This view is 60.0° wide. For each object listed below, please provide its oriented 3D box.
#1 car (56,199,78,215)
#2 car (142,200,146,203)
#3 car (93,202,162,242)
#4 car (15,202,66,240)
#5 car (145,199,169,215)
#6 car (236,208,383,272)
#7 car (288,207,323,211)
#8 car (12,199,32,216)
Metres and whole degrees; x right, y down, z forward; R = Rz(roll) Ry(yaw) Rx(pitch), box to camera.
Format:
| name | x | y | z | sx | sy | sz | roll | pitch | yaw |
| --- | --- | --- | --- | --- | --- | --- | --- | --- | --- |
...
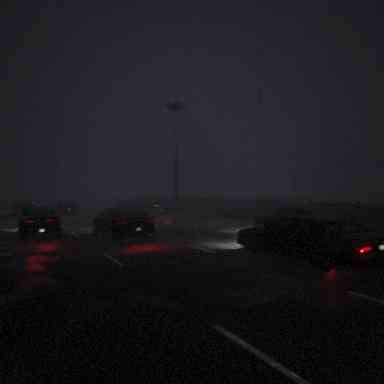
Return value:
| name | x | y | z | sx | sy | sz | roll | pitch | yaw |
| --- | --- | --- | --- | --- | --- | --- | --- | --- | --- |
| car | -12.478 | 1.451 | 32.693 | 1.882 | 1.535 | 5.008 | -1 | 0 | -29 |
| car | -5.690 | 1.495 | 27.619 | 1.994 | 1.385 | 4.181 | -1 | 0 | -29 |
| car | -3.480 | 1.437 | 16.346 | 1.882 | 1.535 | 5.008 | -1 | 0 | -29 |
| car | -8.023 | 1.502 | 17.343 | 1.837 | 1.490 | 4.892 | -1 | 0 | -29 |
| car | -3.824 | 1.389 | 31.491 | 2.128 | 1.511 | 4.902 | -1 | 0 | -29 |
| car | 3.643 | 1.464 | 10.665 | 2.033 | 1.411 | 5.357 | -1 | 0 | -29 |
| car | 4.908 | 1.410 | 15.625 | 1.812 | 1.442 | 4.674 | -1 | 0 | -29 |
| car | -17.631 | 1.490 | 34.796 | 1.882 | 1.535 | 5.008 | -1 | 0 | -29 |
